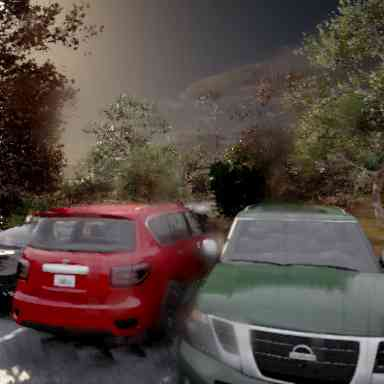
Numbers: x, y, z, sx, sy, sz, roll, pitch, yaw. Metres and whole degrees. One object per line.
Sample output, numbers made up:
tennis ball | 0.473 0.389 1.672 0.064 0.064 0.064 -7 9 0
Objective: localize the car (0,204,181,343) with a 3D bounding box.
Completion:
car | -0.917 1.252 6.785 2.435 2.045 5.566 0 -1 15

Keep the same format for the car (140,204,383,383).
car | 1.507 1.244 5.014 2.435 2.045 5.566 0 -1 15
